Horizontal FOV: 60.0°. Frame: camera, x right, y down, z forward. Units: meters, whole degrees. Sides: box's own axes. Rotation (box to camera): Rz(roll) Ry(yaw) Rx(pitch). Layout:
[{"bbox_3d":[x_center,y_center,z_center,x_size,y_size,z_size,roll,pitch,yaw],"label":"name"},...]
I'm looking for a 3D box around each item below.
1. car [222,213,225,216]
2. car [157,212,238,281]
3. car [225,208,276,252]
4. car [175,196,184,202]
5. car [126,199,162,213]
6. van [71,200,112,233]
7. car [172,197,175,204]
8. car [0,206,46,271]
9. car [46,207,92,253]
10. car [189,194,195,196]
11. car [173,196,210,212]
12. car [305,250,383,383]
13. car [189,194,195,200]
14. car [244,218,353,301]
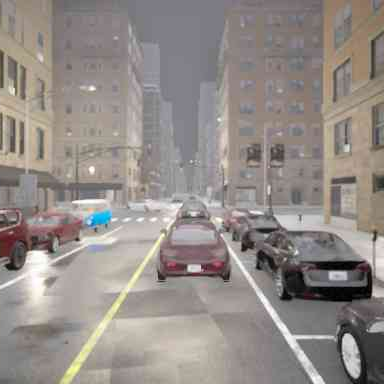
[{"bbox_3d":[2.668,1.590,19.332,1.802,1.307,4.206,0,0,0],"label":"car"},{"bbox_3d":[0.034,1.530,9.708,1.812,1.442,4.674,0,0,0],"label":"car"},{"bbox_3d":[2.669,1.572,13.746,1.947,1.339,4.313,0,0,0],"label":"car"},{"bbox_3d":[-2.911,1.588,79.716,2.033,1.411,5.357,0,0,0],"label":"car"},{"bbox_3d":[-5.300,1.534,36.650,4.674,1.442,1.812,0,-1,40],"label":"car"},{"bbox_3d":[-5.856,1.349,19.329,1.690,1.788,3.998,0,0,0],"label":"van"},{"bbox_3d":[-2.844,1.634,64.503,1.895,1.301,4.718,0,0,0],"label":"car"},{"bbox_3d":[-5.855,1.319,8.156,2.192,1.841,5.009,0,0,0],"label":"car"},{"bbox_3d":[-5.856,1.551,13.743,1.887,1.381,4.507,0,0,0],"label":"car"},{"bbox_3d":[0.061,1.546,84.951,1.837,1.490,4.892,0,0,0],"label":"car"},{"bbox_3d":[0.098,1.361,21.695,2.097,1.767,4.553,0,0,0],"label":"car"},{"bbox_3d":[2.670,1.552,2.577,2.008,1.369,4.403,0,0,0],"label":"car"},{"bbox_3d":[0.003,1.424,95.371,1.812,1.442,4.674,0,0,0],"label":"car"},{"bbox_3d":[2.669,1.569,8.161,1.947,1.339,4.313,0,0,0],"label":"car"}]
